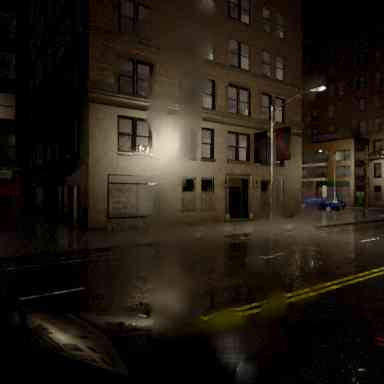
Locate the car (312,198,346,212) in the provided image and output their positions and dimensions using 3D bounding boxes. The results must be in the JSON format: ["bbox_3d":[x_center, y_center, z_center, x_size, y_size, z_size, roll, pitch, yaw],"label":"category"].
[{"bbox_3d":[14.972,1.469,38.724,1.882,1.535,5.008,0,0,-36],"label":"car"}]

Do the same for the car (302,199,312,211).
[{"bbox_3d":[11.507,1.421,39.213,1.967,1.590,4.097,0,0,-36],"label":"car"}]

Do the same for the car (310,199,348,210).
[{"bbox_3d":[18.037,1.577,43.876,1.947,1.339,4.313,0,0,-36],"label":"car"}]

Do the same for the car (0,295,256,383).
[{"bbox_3d":[-1.581,1.526,2.308,4.674,1.442,1.812,0,0,-36],"label":"car"}]
